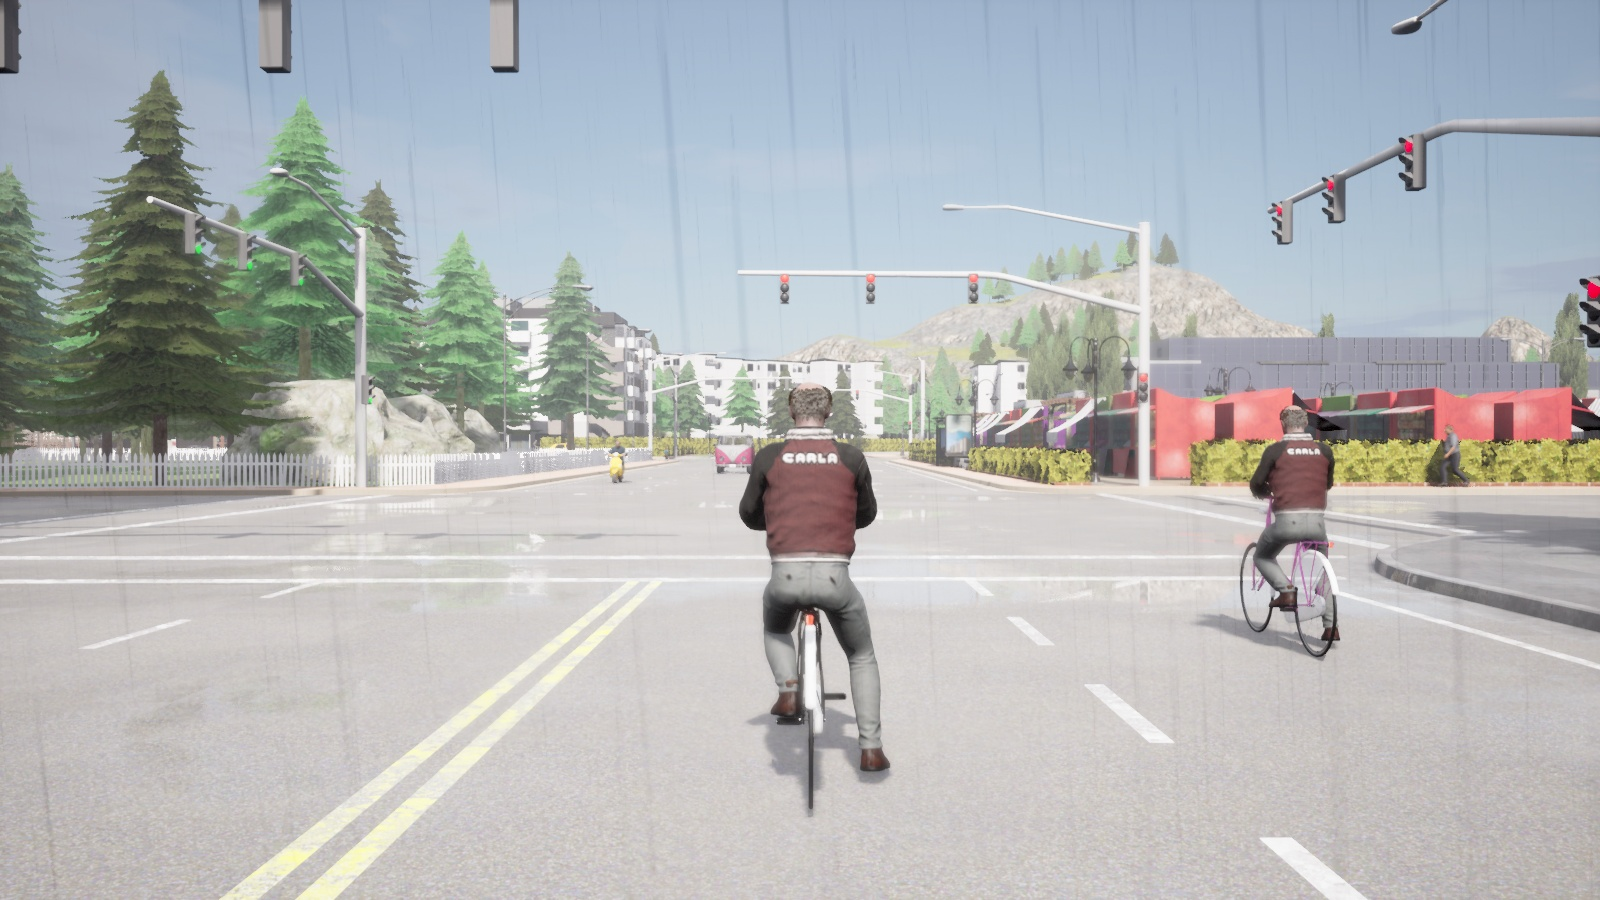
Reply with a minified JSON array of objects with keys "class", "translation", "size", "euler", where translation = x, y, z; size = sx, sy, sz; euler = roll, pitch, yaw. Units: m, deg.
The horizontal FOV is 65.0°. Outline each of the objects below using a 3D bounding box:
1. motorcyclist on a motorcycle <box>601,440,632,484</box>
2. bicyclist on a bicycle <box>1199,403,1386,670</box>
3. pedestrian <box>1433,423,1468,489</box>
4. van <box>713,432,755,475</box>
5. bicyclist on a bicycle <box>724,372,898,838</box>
[{"class":"motorcyclist on a motorcycle","translation":[-6.740,0.428,46.290],"size":[0.866,1.590,1.817],"euler":[0,0,0]},{"class":"bicyclist on a bicycle","translation":[3.564,0.566,9.269],"size":[0.659,1.776,1.843],"euler":[0,1,0]},{"class":"pedestrian","translation":[18.309,0.156,35.334],"size":[0.694,1.848,0.540],"euler":[0,0,1]},{"class":"van","translation":[-3.161,0.144,61.169],"size":[1.775,1.987,4.442],"euler":[0,0,0]},{"class":"bicyclist on a bicycle","translation":[0.046,0.584,5.708],"size":[0.659,1.776,1.843],"euler":[0,1,0]}]
